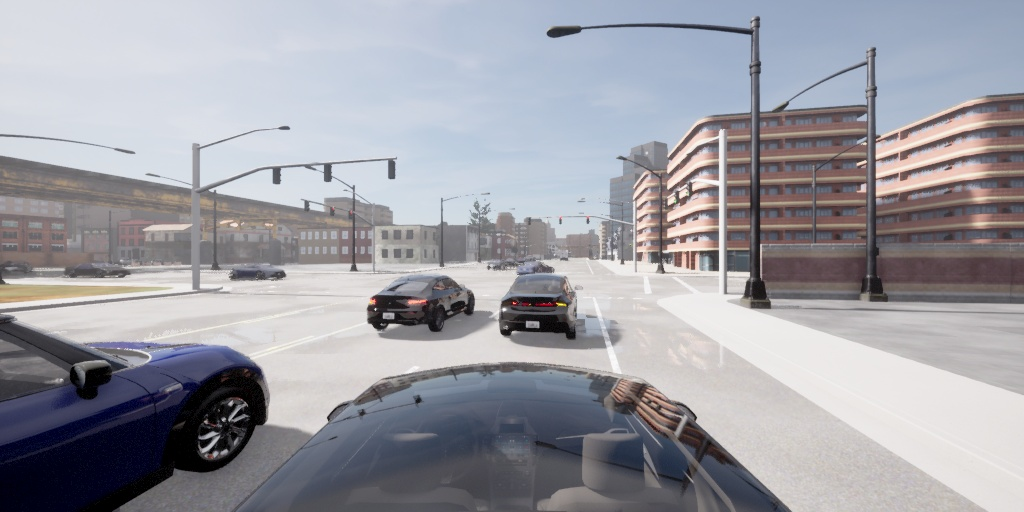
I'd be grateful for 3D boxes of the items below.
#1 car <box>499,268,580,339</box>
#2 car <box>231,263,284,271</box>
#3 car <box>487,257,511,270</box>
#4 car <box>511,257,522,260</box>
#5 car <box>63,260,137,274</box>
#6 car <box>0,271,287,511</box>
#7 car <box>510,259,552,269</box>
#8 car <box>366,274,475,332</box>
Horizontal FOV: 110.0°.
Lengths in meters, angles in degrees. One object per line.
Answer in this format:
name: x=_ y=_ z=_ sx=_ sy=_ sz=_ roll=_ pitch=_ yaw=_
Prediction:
car: x=0.909 y=1.255 z=10.232 sx=1.837 sy=1.490 sz=4.892 roll=0 pitch=0 yaw=11
car: x=-21.166 y=1.313 z=29.914 sx=4.181 sy=1.385 sz=1.994 roll=0 pitch=0 yaw=10
car: x=-2.028 y=1.106 z=48.010 sx=2.128 sy=1.511 sz=4.902 roll=0 pitch=1 yaw=11
car: x=-0.228 y=0.957 z=57.287 sx=1.882 sy=1.535 sz=5.008 roll=0 pitch=1 yaw=11
car: x=-37.962 y=1.297 z=32.816 sx=5.357 sy=1.411 sz=2.033 roll=0 pitch=0 yaw=9
car: x=-3.858 y=1.102 z=2.096 sx=2.097 sy=1.767 sz=4.553 roll=0 pitch=0 yaw=6
car: x=2.275 y=1.254 z=34.378 sx=2.033 sy=1.411 sz=5.357 roll=0 pitch=0 yaw=29
car: x=-2.536 y=1.276 z=10.873 sx=1.812 sy=1.442 sz=4.674 roll=0 pitch=0 yaw=11
